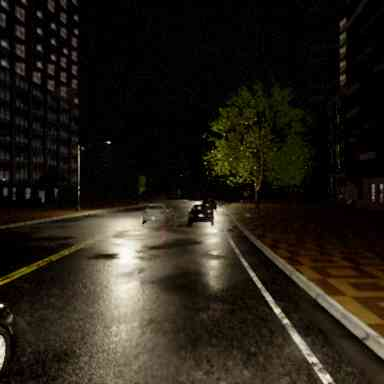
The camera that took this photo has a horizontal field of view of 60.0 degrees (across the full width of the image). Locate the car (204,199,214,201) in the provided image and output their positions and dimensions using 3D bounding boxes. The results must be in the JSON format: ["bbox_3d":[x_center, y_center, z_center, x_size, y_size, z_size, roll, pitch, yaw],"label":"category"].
[{"bbox_3d":[2.129,1.637,41.516,1.812,1.442,4.674,0,0,6],"label":"car"}]

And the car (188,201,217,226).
[{"bbox_3d":[0.712,1.608,24.274,2.033,1.411,5.357,0,0,3],"label":"car"}]

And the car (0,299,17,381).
[{"bbox_3d":[-3.159,1.512,2.303,1.837,1.490,4.892,0,0,0],"label":"car"}]

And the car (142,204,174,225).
[{"bbox_3d":[-2.492,1.589,24.857,1.812,1.442,4.674,0,0,3],"label":"car"}]
